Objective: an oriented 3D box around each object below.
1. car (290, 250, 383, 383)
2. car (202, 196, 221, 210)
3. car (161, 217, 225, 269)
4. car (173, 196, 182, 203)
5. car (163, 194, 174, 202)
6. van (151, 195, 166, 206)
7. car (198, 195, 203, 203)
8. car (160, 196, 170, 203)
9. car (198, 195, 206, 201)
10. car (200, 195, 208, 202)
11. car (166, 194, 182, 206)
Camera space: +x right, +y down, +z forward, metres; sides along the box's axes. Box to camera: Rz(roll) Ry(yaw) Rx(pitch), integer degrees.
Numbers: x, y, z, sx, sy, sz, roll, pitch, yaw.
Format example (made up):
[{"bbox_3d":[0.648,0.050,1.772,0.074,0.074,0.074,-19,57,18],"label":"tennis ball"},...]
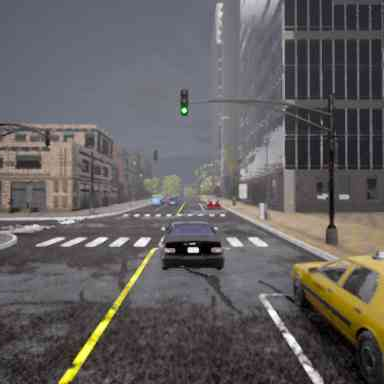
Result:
[{"bbox_3d":[2.839,1.526,5.033,1.752,1.417,4.829,1,0,0],"label":"car"},{"bbox_3d":[2.695,1.446,42.811,1.967,1.590,4.097,1,0,0],"label":"car"},{"bbox_3d":[-0.069,1.549,11.091,2.033,1.411,5.357,0,0,-2],"label":"car"},{"bbox_3d":[-3.015,1.532,70.349,1.812,1.442,4.674,0,0,0],"label":"car"},{"bbox_3d":[-5.692,1.330,81.564,2.192,1.841,5.009,1,0,0],"label":"car"},{"bbox_3d":[-5.686,1.350,53.893,1.690,1.788,3.998,1,0,0],"label":"van"},{"bbox_3d":[2.688,1.537,70.656,1.752,1.417,4.829,1,0,0],"label":"car"},{"bbox_3d":[-5.693,1.578,70.496,1.947,1.339,4.313,1,0,0],"label":"car"},{"bbox_3d":[2.684,1.560,87.090,1.887,1.381,4.507,1,0,0],"label":"car"},{"bbox_3d":[2.687,1.539,76.190,1.752,1.417,4.829,1,0,0],"label":"car"},{"bbox_3d":[-3.082,1.535,54.749,1.812,1.442,4.674,0,0,0],"label":"car"}]
